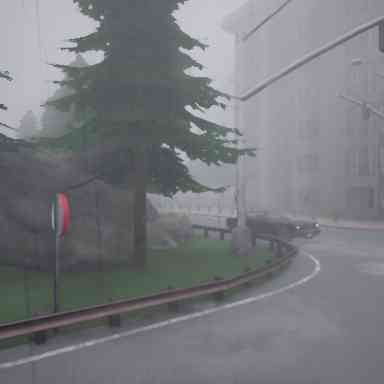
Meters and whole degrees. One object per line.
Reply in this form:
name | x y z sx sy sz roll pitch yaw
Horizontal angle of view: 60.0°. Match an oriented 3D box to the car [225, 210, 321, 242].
car | 3.891 1.601 16.522 1.895 1.301 4.718 0 0 -36
